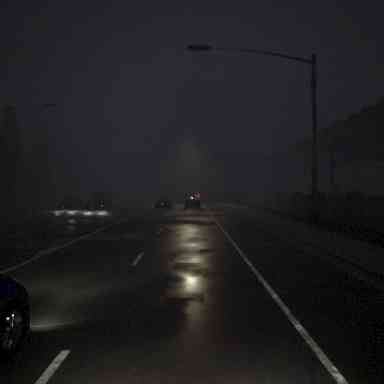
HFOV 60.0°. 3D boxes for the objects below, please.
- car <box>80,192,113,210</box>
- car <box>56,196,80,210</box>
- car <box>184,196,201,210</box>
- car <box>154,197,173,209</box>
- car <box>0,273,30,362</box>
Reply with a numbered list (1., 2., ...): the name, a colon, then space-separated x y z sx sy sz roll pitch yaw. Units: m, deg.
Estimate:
1. car: -10.647 1.003 38.465 2.150 2.045 5.566 0 0 -1
2. car: -14.156 1.285 38.872 1.837 1.490 4.892 0 0 -1
3. car: 0.066 1.269 39.278 2.128 1.511 4.902 0 0 0
4. car: -3.450 1.333 40.579 1.994 1.385 4.181 0 0 -1
5. car: -3.402 1.334 2.994 2.097 1.767 4.553 0 0 0
